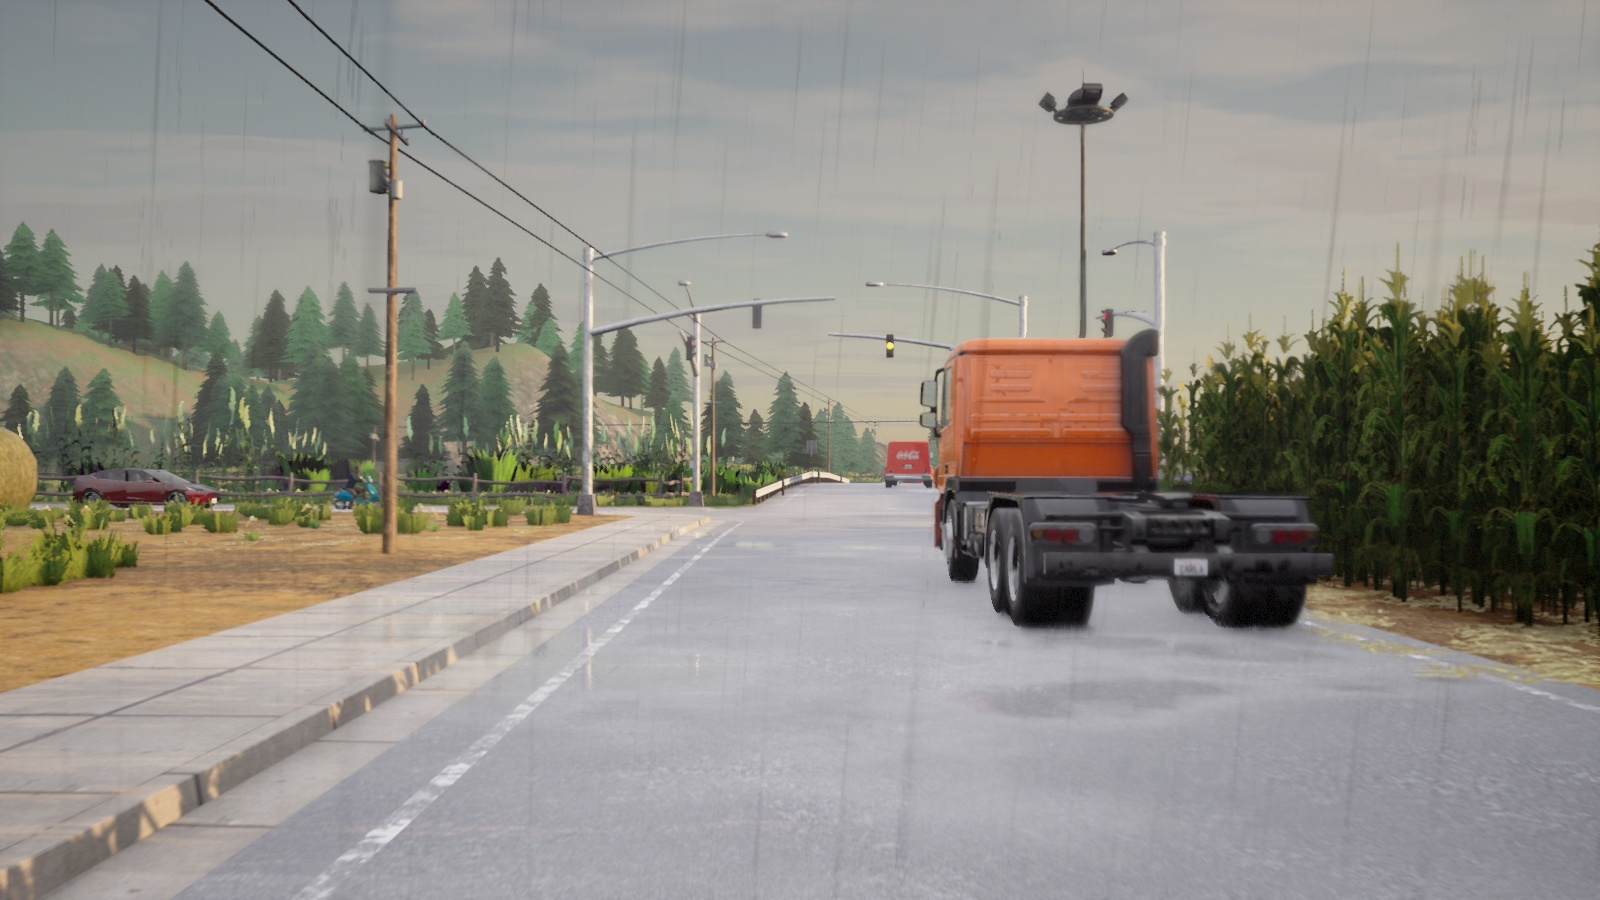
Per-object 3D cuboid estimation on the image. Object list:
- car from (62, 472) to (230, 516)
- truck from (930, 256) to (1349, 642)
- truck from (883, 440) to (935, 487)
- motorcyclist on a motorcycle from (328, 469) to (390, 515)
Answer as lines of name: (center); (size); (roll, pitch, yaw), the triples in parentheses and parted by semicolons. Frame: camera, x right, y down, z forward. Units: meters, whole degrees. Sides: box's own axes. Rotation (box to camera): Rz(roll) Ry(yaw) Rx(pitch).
car: (-22.883, 1.538, 44.047); (4.792, 1.488, 2.163); (0, -1, 3)
truck: (3.462, 0.049, 15.277); (2.891, 3.462, 7.936); (0, -1, 0)
truck: (5.950, 0.689, 68.068); (2.627, 2.467, 5.204); (0, 0, 7)
motorcyclist on a motorcycle: (-15.327, 1.456, 43.678); (1.817, 1.590, 0.866); (0, -1, 3)
